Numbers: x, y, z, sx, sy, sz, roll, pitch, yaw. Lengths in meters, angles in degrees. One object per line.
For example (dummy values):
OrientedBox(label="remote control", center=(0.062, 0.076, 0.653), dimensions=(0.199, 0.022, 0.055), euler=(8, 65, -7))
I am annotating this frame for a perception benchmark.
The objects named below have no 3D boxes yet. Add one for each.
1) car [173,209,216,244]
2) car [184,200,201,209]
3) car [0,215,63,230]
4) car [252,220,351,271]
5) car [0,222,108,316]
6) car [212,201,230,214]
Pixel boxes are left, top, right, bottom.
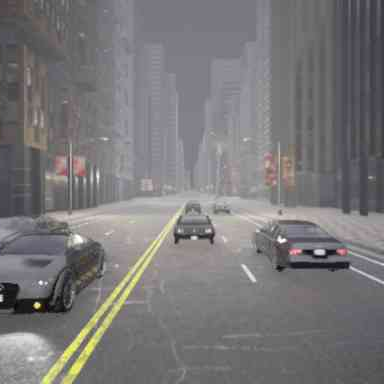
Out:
OrientedBox(label="car", center=(0.103, 1.729, 16.650), dimensions=(1.895, 1.301, 4.718), euler=(0, 0, 0))
OrientedBox(label="car", center=(0.116, 1.783, 40.702), dimensions=(1.837, 1.490, 4.892), euler=(0, 0, 0))
OrientedBox(label="car", center=(-6.559, 1.653, 13.239), dimensions=(2.033, 1.411, 5.357), euler=(0, 0, 0))
OrientedBox(label="car", center=(3.334, 1.637, 11.192), dimensions=(2.033, 1.411, 5.357), euler=(0, 0, 0))
OrientedBox(label="car", center=(-3.334, 1.628, 7.634), dimensions=(1.994, 1.385, 4.181), euler=(0, 0, 0))
OrientedBox(label="car", center=(3.368, 1.814, 39.185), dimensions=(2.033, 1.411, 5.357), euler=(0, 0, 0))
